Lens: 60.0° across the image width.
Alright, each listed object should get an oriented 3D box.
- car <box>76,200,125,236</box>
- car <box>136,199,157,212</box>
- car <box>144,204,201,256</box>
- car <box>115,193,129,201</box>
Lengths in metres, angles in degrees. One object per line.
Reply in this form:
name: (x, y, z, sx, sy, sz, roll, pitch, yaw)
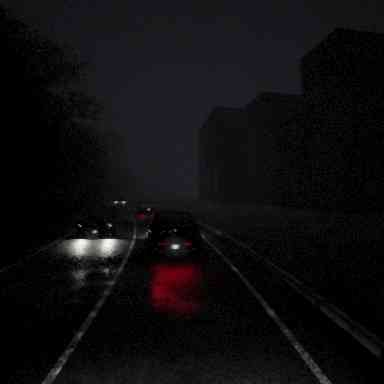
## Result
car: (-4.835, 1.412, 17.838, 2.033, 1.411, 5.357, 1, 0, -9)
car: (-4.644, 1.349, 33.991, 1.895, 1.301, 4.718, 1, 0, -13)
car: (-0.781, 1.442, 12.894, 1.837, 1.490, 4.892, 1, 1, -6)
car: (-12.401, 0.920, 59.205, 2.033, 1.411, 5.357, 0, 1, -2)
